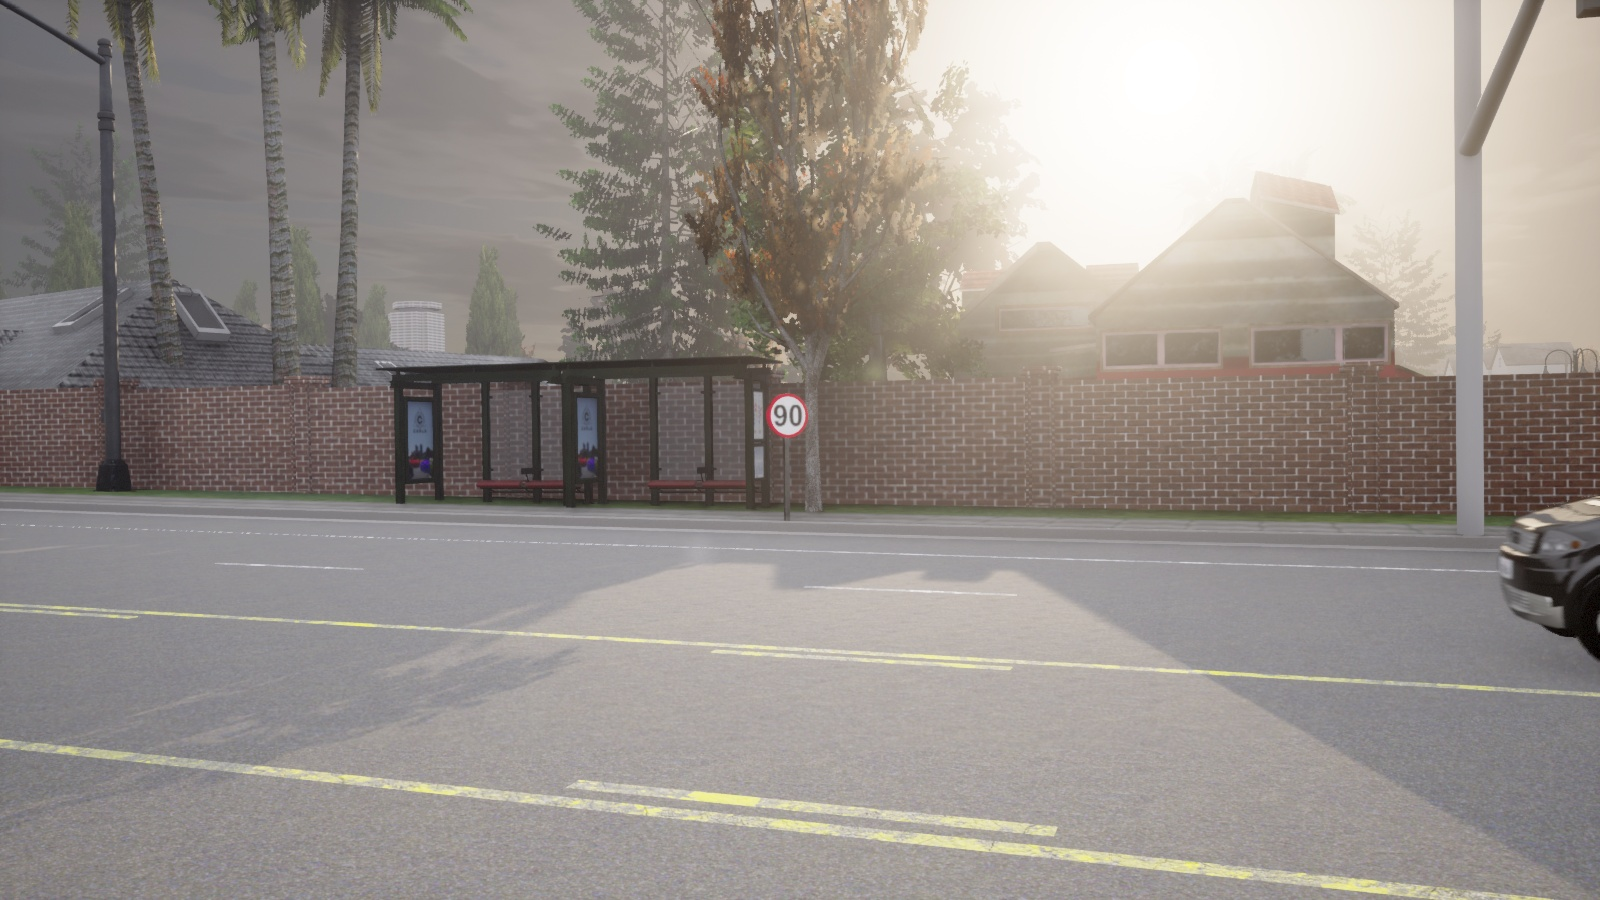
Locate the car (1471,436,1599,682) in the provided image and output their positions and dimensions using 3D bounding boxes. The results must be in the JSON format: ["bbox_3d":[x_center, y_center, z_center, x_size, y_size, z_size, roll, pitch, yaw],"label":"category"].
[{"bbox_3d":[6.695,0.695,8.326,3.705,1.549,1.789,1,1,19],"label":"car"}]
